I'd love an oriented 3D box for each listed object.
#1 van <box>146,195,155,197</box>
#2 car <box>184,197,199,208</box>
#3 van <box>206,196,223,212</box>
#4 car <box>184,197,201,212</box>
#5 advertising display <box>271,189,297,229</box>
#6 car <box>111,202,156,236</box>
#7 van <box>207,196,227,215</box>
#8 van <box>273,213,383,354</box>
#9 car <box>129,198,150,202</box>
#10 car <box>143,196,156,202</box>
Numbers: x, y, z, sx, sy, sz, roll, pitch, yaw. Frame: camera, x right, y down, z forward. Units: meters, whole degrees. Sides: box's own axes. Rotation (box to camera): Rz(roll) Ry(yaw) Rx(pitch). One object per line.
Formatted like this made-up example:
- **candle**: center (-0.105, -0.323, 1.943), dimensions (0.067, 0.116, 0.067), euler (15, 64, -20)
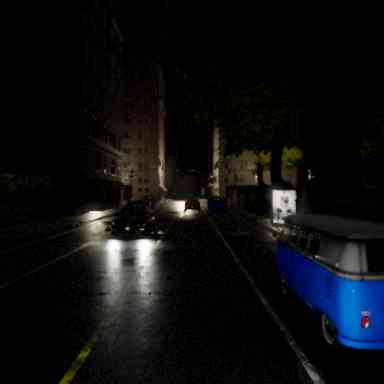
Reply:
- **van**: center (-5.863, 1.344, 45.541), dimensions (1.690, 1.788, 3.998), euler (0, 0, 0)
- **car**: center (-0.011, 1.490, 49.886), dimensions (2.128, 1.511, 4.902), euler (0, 0, 0)
- **van**: center (2.664, 1.348, 39.892), dimensions (1.690, 1.788, 3.998), euler (0, 0, 0)
- **car**: center (0.063, 1.485, 38.833), dimensions (1.882, 1.535, 5.008), euler (0, 0, 0)
- **advertising display**: center (5.627, 1.037, 20.379), dimensions (1.540, 2.440, 0.280), euler (0, 0, 0)
- **car**: center (-3.105, 1.516, 18.437), dimensions (1.837, 1.490, 4.892), euler (0, 0, 0)
- **van**: center (2.664, 1.351, 34.234), dimensions (1.690, 1.788, 3.998), euler (0, 0, 0)
- **van**: center (2.669, 1.346, 5.945), dimensions (1.690, 1.788, 3.998), euler (0, 0, 0)
- **car**: center (-5.862, 1.575, 34.221), dimensions (1.947, 1.339, 4.313), euler (0, 0, 0)
- **car**: center (-5.863, 1.551, 39.880), dimensions (1.887, 1.381, 4.507), euler (0, 0, 0)
